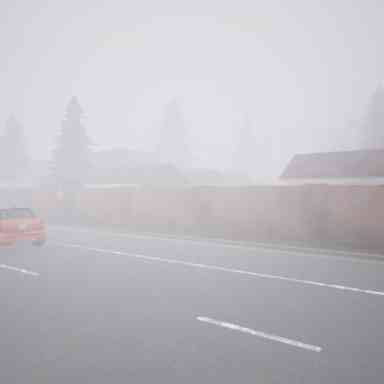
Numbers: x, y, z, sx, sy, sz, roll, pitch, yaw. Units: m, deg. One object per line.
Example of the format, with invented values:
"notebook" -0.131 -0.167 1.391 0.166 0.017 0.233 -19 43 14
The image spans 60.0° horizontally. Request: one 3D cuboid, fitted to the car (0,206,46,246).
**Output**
"car" -8.244 1.363 14.049 4.553 1.767 2.097 0 0 36
